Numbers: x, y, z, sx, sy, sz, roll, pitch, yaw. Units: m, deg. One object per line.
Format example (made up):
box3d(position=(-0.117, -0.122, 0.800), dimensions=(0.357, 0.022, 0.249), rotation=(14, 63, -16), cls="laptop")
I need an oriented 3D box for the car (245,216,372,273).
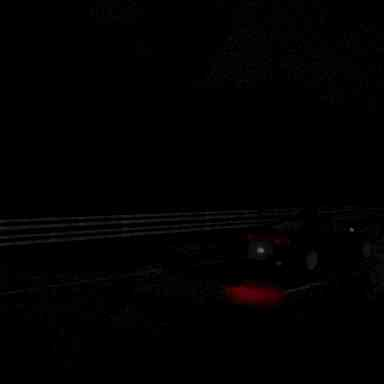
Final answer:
box3d(position=(3.966, 1.517, 10.881), dimensions=(5.008, 1.535, 1.882), rotation=(0, 0, -36), cls="car")
